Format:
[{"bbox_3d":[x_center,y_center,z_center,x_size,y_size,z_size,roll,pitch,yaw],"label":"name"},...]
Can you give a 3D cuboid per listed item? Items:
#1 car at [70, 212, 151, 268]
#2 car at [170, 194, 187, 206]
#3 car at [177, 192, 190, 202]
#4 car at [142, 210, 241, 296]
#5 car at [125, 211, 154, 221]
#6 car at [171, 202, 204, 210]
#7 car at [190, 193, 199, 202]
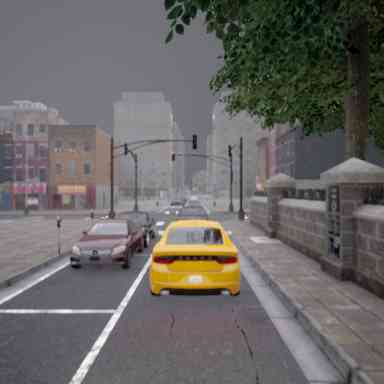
[{"bbox_3d":[-2.622,1.561,11.066,1.802,1.307,4.206,0,0,0],"label":"car"},{"bbox_3d":[-2.205,1.462,50.962,1.994,1.385,4.181,0,0,1],"label":"car"},{"bbox_3d":[-2.133,1.086,66.792,2.150,2.045,5.566,0,0,1],"label":"car"},{"bbox_3d":[0.079,1.461,8.659,1.882,1.535,5.008,0,0,0],"label":"car"},{"bbox_3d":[-2.616,1.539,14.728,1.947,1.339,4.313,0,0,0],"label":"car"},{"bbox_3d":[0.032,1.512,19.149,2.033,1.411,5.357,0,0,0],"label":"car"},{"bbox_3d":[0.388,1.391,66.937,1.812,1.442,4.674,0,0,0],"label":"car"}]
